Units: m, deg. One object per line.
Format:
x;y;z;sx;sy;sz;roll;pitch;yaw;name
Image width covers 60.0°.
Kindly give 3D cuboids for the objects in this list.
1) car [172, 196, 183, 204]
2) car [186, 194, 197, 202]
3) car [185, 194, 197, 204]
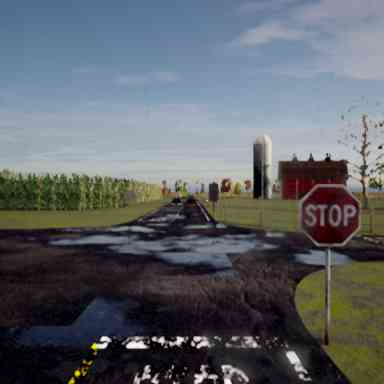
-2.859;1.559;65.679;1.994;1.385;4.181;0;0;0;car
-0.121;1.282;71.475;2.097;1.767;4.553;0;0;0;car
-0.100;1.496;61.070;1.837;1.490;4.892;0;0;0;car
